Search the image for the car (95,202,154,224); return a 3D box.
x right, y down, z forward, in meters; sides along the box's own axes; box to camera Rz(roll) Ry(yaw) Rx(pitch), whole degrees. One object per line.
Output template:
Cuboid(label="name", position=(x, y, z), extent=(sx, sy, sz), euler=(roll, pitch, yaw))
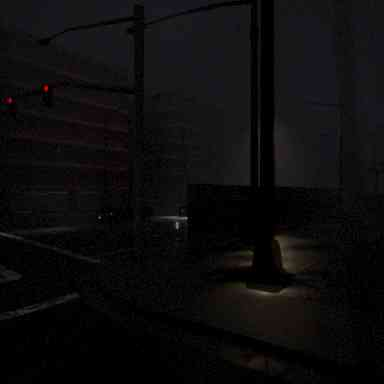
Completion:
Cuboid(label="car", position=(-4.927, 1.491, 24.787), extent=(2.128, 1.511, 4.902), euler=(0, 0, 35))

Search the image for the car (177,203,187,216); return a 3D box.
Cuboid(label="car", position=(0.513, 1.505, 32.530), extent=(1.837, 1.490, 4.892), euler=(0, 0, 35))
